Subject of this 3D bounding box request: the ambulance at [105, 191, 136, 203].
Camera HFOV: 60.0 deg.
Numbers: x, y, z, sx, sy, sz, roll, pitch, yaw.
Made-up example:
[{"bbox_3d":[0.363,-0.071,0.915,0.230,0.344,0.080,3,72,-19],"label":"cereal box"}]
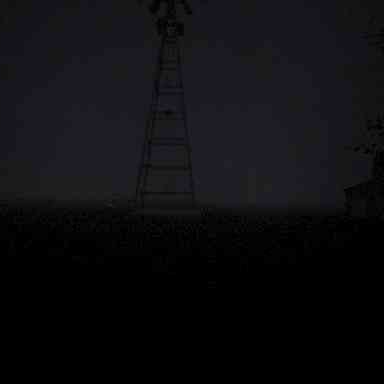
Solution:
[{"bbox_3d":[-13.369,1.008,62.960,2.351,2.431,6.366,2,0,35],"label":"ambulance"}]
